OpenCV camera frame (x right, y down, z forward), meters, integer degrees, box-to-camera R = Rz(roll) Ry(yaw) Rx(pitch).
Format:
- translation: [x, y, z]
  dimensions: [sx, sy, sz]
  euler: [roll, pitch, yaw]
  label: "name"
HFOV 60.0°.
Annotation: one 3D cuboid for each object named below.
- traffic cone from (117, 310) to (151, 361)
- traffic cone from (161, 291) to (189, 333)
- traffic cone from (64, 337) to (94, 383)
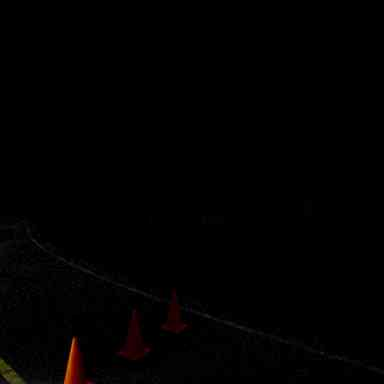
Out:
- translation: [-0.803, 1.938, 4.617]
  dimensions: [0.340, 0.580, 0.340]
  euler: [1, 1, 31]
  label: "traffic cone"
- translation: [-0.284, 1.932, 5.468]
  dimensions: [0.340, 0.580, 0.340]
  euler: [1, 1, 31]
  label: "traffic cone"
- translation: [-1.321, 1.945, 3.766]
  dimensions: [0.340, 0.580, 0.340]
  euler: [1, 1, 31]
  label: "traffic cone"
